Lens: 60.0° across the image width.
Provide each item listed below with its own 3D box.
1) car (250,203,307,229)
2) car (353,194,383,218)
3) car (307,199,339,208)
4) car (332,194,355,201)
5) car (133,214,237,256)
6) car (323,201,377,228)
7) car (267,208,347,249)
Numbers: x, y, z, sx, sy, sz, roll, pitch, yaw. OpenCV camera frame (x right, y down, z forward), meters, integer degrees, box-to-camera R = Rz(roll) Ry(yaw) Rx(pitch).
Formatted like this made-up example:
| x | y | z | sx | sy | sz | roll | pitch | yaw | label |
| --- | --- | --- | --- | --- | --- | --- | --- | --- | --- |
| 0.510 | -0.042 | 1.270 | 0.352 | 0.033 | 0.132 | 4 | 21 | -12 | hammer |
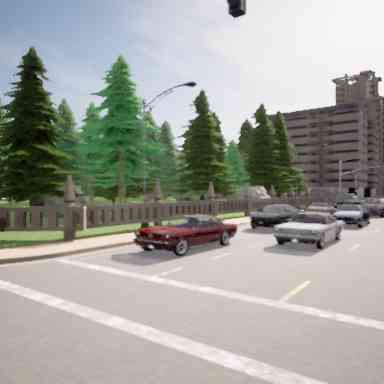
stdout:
| x | y | z | sx | sy | sz | roll | pitch | yaw | label |
| --- | --- | --- | --- | --- | --- | --- | --- | --- | --- |
| 5.370 | 1.482 | 21.012 | 1.882 | 1.535 | 5.008 | 0 | 0 | 36 | car |
| 16.732 | 1.355 | 30.874 | 2.097 | 1.767 | 4.553 | 0 | 0 | 36 | car |
| 11.127 | 1.568 | 29.074 | 1.994 | 1.385 | 4.181 | 0 | 0 | 35 | car |
| 17.388 | 1.226 | 37.769 | 2.150 | 2.045 | 5.566 | 0 | 0 | 36 | car |
| -0.124 | 1.605 | 13.399 | 1.895 | 1.301 | 4.718 | 0 | 0 | 37 | car |
| 10.914 | 1.550 | 22.746 | 2.033 | 1.411 | 5.357 | 0 | 0 | 36 | car |
| 5.302 | 1.603 | 14.894 | 1.895 | 1.301 | 4.718 | 0 | 0 | 36 | car |
